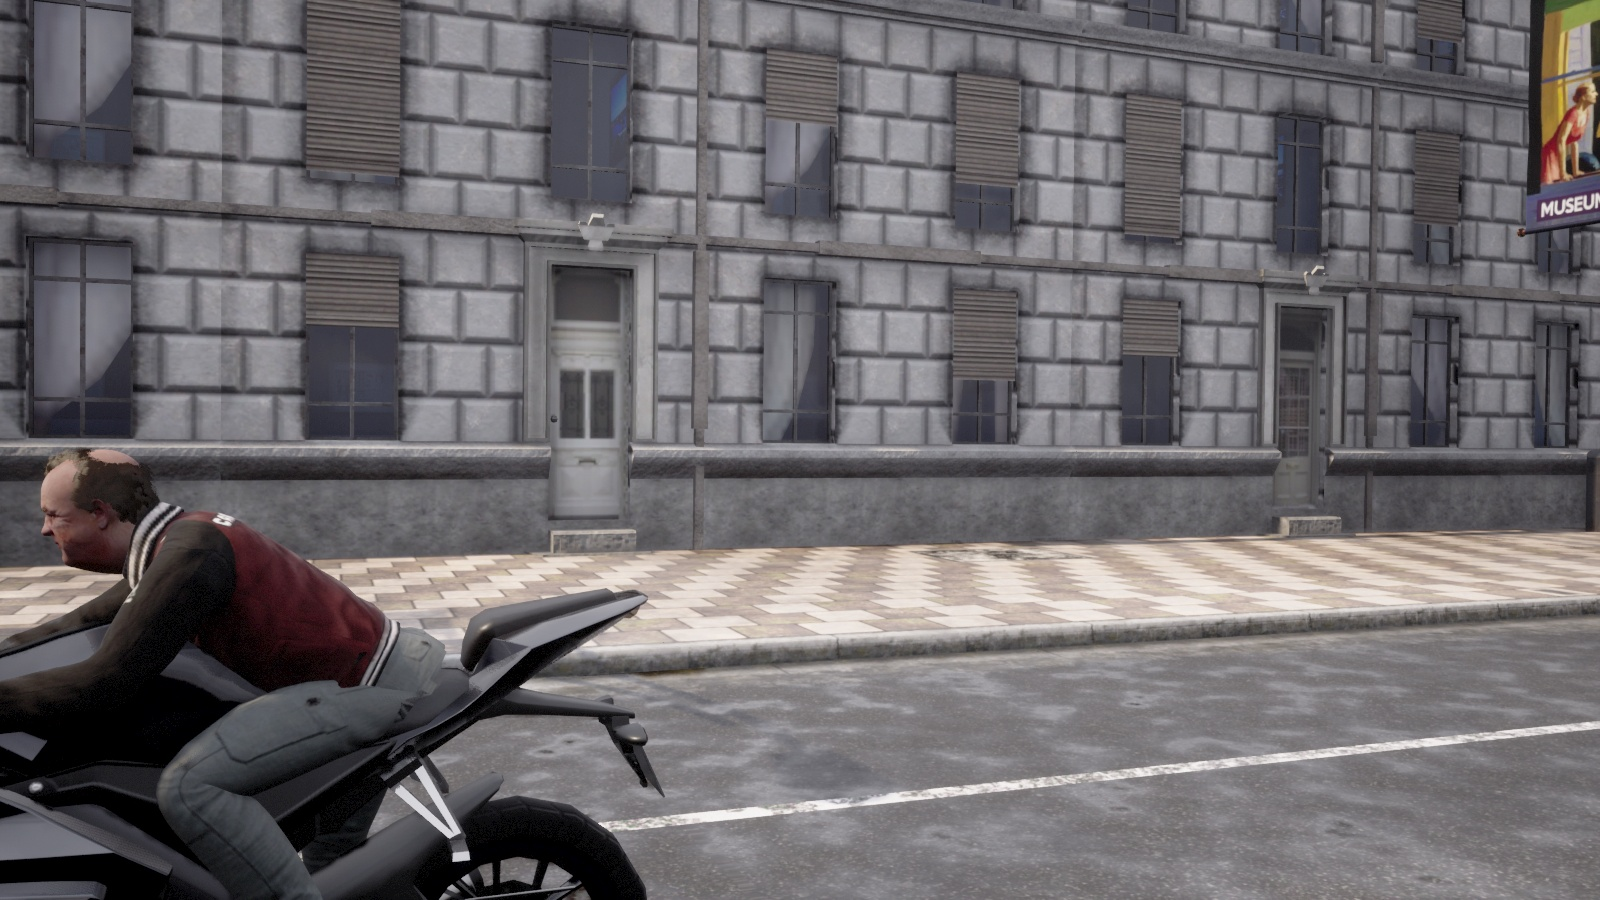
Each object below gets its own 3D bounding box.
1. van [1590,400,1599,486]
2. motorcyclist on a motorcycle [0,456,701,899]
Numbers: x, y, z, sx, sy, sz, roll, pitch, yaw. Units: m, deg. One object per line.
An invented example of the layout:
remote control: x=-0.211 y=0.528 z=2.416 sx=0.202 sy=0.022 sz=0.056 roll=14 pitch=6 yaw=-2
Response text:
van: x=20.719 y=-0.163 z=28.398 sx=2.069 sy=2.038 sz=4.480 roll=-1 pitch=1 yaw=-21
motorcyclist on a motorcycle: x=-1.392 y=0.804 z=2.711 sx=2.191 sy=1.530 sz=0.866 roll=-1 pitch=1 yaw=-21
